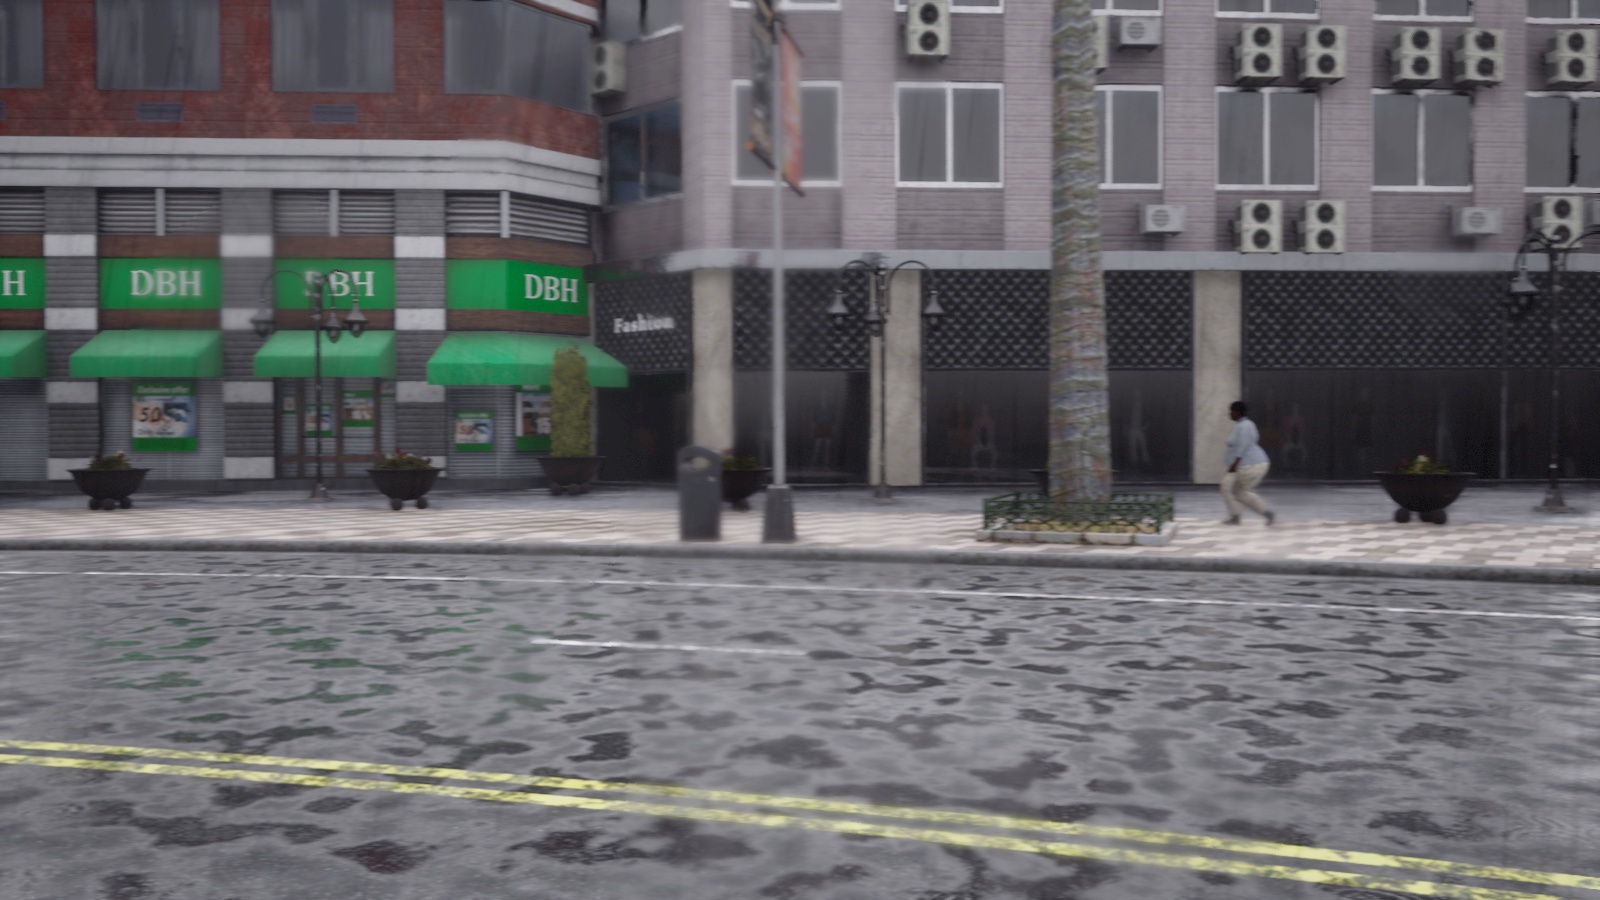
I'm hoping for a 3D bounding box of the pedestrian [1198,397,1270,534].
[{"bbox_3d":[6.073,0.204,17.543,0.900,1.855,0.874,1,1,21],"label":"pedestrian"}]
